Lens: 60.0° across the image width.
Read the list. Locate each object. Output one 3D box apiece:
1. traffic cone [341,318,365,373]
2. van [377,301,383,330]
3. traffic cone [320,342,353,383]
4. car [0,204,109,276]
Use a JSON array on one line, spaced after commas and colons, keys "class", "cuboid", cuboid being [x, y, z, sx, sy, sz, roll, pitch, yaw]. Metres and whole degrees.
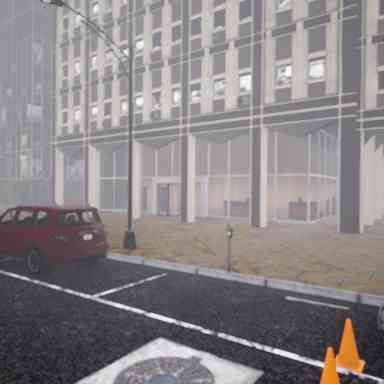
[{"class": "traffic cone", "cuboid": [2.046, 1.955, 4.350, 0.340, 0.580, 0.340, 0, 0, 35]}, {"class": "van", "cuboid": [4.513, 1.344, 3.769, 3.998, 1.788, 1.690, 0, 1, 35]}, {"class": "traffic cone", "cuboid": [1.467, 1.954, 3.535, 0.340, 0.580, 0.340, 0, 0, 35]}, {"class": "car", "cuboid": [-4.752, 1.299, 10.355, 5.009, 1.841, 2.192, 0, 1, 35]}]
